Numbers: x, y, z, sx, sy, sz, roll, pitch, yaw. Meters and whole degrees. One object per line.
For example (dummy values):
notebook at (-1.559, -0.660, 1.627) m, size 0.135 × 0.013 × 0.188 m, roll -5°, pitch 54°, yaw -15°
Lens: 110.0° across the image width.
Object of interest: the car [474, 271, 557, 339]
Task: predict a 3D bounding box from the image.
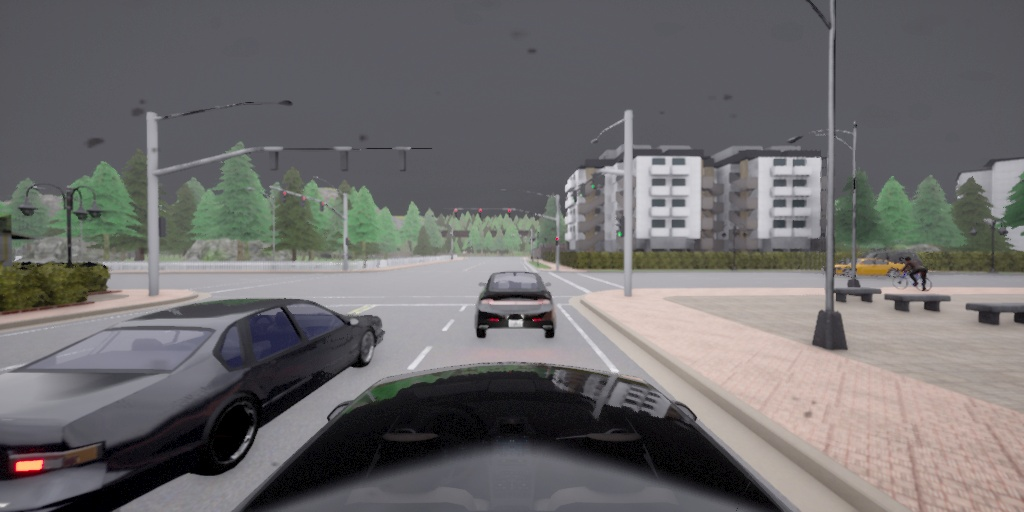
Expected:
car at (0.083, 1.150, 9.772) m, size 2.128 × 1.511 × 4.902 m, roll 0°, pitch 1°, yaw 0°

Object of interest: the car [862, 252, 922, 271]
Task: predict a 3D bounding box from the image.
car at (31.807, 0.637, 31.195) m, size 5.566 × 2.045 × 2.150 m, roll 0°, pitch 0°, yaw 12°

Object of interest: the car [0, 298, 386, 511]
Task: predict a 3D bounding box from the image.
car at (-3.444, 1.264, 4.673) m, size 2.033 × 1.411 × 5.357 m, roll 0°, pitch 1°, yaw 1°

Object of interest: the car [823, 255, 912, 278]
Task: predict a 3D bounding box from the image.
car at (27.651, 0.927, 28.328) m, size 5.008 × 1.535 × 1.882 m, roll 0°, pitch 0°, yaw 9°

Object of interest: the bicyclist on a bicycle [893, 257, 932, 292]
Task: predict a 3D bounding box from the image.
bicyclist on a bicycle at (19.389, 0.873, 17.394) m, size 0.582 × 1.620 × 1.656 m, roll 0°, pitch 0°, yaw -3°
